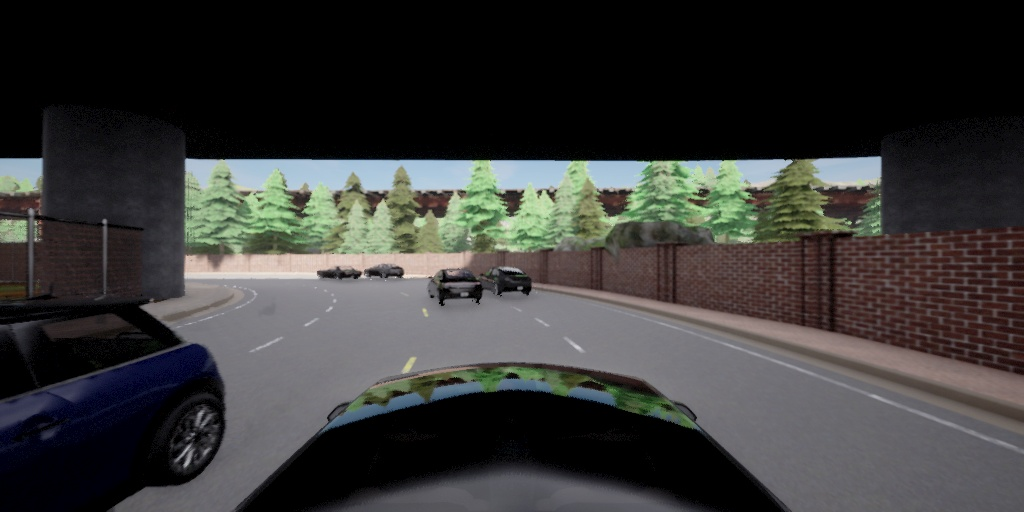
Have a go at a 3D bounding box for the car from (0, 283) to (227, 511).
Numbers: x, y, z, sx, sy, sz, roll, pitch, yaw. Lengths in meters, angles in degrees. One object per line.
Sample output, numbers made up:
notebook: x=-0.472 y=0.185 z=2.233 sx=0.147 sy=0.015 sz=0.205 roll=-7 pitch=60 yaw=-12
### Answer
car: x=-3.797 y=1.102 z=1.577 sx=2.097 sy=1.767 sz=4.553 roll=0 pitch=0 yaw=-2

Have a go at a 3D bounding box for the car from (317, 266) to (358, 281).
car: x=-16.172 y=1.572 z=33.517 sx=4.718 sy=1.301 sz=1.895 roll=0 pitch=-1 yaw=34

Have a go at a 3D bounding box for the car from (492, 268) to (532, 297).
car: x=-0.557 y=1.383 z=20.269 sx=1.837 sy=1.490 sz=4.892 roll=1 pitch=-1 yaw=-24

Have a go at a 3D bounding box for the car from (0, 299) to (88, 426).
car: x=-7.102 y=1.304 z=2.476 sx=2.033 sy=1.411 sz=5.357 roll=0 pitch=0 yaw=-1

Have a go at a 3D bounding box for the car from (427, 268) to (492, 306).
car: x=-2.766 y=1.345 z=16.714 sx=2.128 sy=1.511 sz=4.902 roll=0 pitch=0 yaw=-20

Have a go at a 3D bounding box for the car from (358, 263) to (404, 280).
car: x=-12.524 y=1.473 z=35.024 sx=4.902 sy=1.511 sz=2.128 roll=0 pitch=-1 yaw=38
